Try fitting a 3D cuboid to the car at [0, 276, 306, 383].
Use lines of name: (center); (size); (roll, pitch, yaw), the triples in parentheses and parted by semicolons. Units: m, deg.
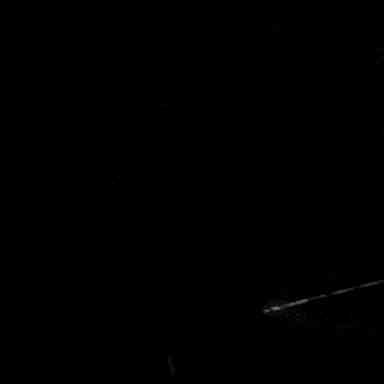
car: (-1.189, 1.476, 2.629); (5.008, 1.535, 1.882); (0, 0, -34)
